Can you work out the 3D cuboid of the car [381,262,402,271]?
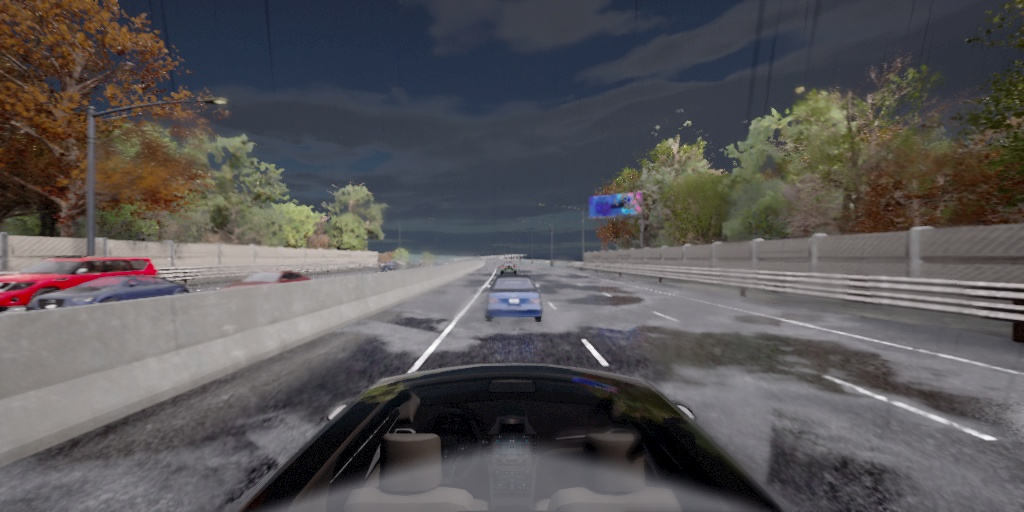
[{"bbox_3d":[-18.395,1.609,55.108,2.033,1.411,5.357,0,0,-1],"label":"car"}]

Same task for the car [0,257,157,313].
[{"bbox_3d":[-17.661,1.051,14.620,2.150,2.045,5.566,0,0,0],"label":"car"}]

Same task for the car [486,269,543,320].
[{"bbox_3d":[0.055,1.363,12.828,2.033,1.411,5.357,0,0,0],"label":"car"}]

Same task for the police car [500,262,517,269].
[{"bbox_3d":[-0.413,1.493,43.130,2.038,1.542,4.974,0,-1,-1],"label":"police car"}]

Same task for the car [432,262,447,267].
[{"bbox_3d":[-11.452,1.670,57.012,1.895,1.301,4.718,0,0,-1],"label":"car"}]

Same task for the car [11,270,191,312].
[{"bbox_3d":[-14.150,1.384,12.985,1.994,1.385,4.181,0,0,0],"label":"car"}]

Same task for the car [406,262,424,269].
[{"bbox_3d":[-14.918,1.626,55.607,1.994,1.385,4.181,0,0,-1],"label":"car"}]

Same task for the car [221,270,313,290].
[{"bbox_3d":[-10.673,1.362,15.973,1.812,1.442,4.674,0,0,-1],"label":"car"}]
